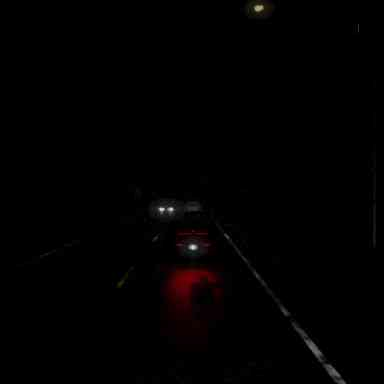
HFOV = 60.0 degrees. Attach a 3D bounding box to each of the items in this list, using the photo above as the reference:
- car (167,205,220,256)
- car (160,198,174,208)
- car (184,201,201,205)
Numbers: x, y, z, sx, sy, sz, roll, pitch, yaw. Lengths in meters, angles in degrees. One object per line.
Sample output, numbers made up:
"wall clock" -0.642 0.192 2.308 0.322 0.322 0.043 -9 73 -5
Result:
"car" 0.051 1.501 13.078 1.837 1.490 4.892 0 0 0
"car" -3.513 1.524 47.773 2.033 1.411 5.357 0 0 1
"car" 0.058 1.513 28.758 1.812 1.442 4.674 0 0 0
